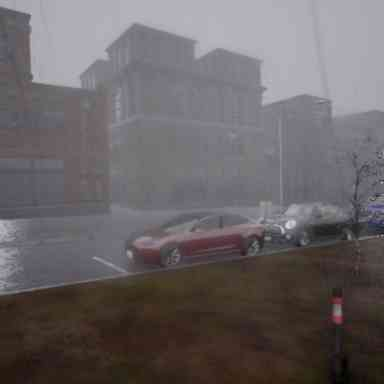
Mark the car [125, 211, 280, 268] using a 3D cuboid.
[{"bbox_3d":[0.245,1.389,10.746,4.792,1.488,2.163,1,1,-33],"label":"car"}]

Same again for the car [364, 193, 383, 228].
[{"bbox_3d":[11.020,1.097,18.471,5.566,2.045,2.435,0,0,-33],"label":"car"}]

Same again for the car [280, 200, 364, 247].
[{"bbox_3d":[4.797,1.219,14.015,4.553,1.767,2.185,1,0,-33],"label":"car"}]
